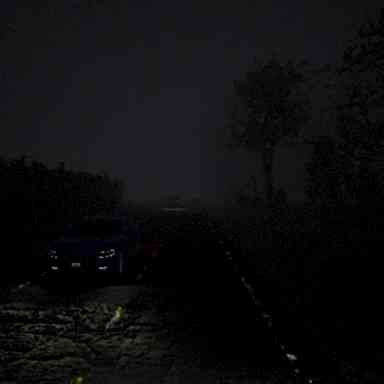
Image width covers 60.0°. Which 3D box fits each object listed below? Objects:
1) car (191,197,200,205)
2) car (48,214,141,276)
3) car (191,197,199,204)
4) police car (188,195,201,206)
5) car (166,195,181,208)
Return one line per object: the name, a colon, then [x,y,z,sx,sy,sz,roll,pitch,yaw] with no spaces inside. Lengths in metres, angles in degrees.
car: [0.711,1.964,72.994,1.837,1.490,4.892,0,0,0]
car: [-2.867,1.534,10.705,1.882,1.535,5.008,0,0,0]
car: [0.702,2.010,78.994,1.837,1.490,4.892,0,0,0]
police car: [0.727,1.811,63.105,1.930,1.638,5.238,0,0,0]
car: [-2.893,1.540,53.743,2.150,2.045,5.566,0,0,0]
